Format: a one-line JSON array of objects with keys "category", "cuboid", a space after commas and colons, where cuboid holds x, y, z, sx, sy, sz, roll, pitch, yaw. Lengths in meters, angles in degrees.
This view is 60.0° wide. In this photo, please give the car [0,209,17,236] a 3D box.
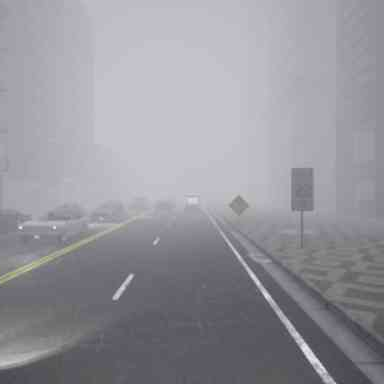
[{"category": "car", "cuboid": [-9.846, 1.544, 16.515, 2.033, 1.411, 5.357, 0, 0, 0]}]

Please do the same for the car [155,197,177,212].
[{"category": "car", "cuboid": [-3.137, 1.462, 38.121, 1.882, 1.535, 5.008, 0, 0, 0]}]

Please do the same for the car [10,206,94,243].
[{"category": "car", "cuboid": [-6.588, 1.597, 16.303, 1.895, 1.301, 4.718, 0, 0, 0]}]

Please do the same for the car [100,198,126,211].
[{"category": "car", "cuboid": [-9.740, 1.531, 41.549, 2.033, 1.411, 5.357, 0, 0, 0]}]

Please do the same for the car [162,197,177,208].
[{"category": "car", "cuboid": [-3.225, 1.487, 48.839, 1.837, 1.490, 4.892, 0, 0, 0]}]

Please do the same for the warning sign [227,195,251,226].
[{"category": "warning sign", "cuboid": [2.854, 1.108, 20.284, 1.300, 1.860, 1.060, 0, 0, 0]}]

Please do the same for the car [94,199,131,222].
[{"category": "car", "cuboid": [-6.589, 1.538, 26.759, 2.033, 1.411, 5.357, 0, 0, 0]}]

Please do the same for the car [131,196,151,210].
[{"category": "car", "cuboid": [-6.488, 1.339, 41.826, 2.097, 1.767, 4.553, 0, 0, 0]}]

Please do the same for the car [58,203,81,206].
[{"category": "car", "cuboid": [-9.837, 1.555, 26.496, 1.994, 1.385, 4.181, 0, 0, 0]}]

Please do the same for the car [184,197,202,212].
[{"category": "car", "cuboid": [0.110, 1.585, 37.568, 1.895, 1.301, 4.718, 0, 0, 0]}]

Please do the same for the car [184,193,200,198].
[{"category": "car", "cuboid": [0.022, 1.204, 47.990, 2.150, 2.045, 5.566, 0, 0, 0]}]
